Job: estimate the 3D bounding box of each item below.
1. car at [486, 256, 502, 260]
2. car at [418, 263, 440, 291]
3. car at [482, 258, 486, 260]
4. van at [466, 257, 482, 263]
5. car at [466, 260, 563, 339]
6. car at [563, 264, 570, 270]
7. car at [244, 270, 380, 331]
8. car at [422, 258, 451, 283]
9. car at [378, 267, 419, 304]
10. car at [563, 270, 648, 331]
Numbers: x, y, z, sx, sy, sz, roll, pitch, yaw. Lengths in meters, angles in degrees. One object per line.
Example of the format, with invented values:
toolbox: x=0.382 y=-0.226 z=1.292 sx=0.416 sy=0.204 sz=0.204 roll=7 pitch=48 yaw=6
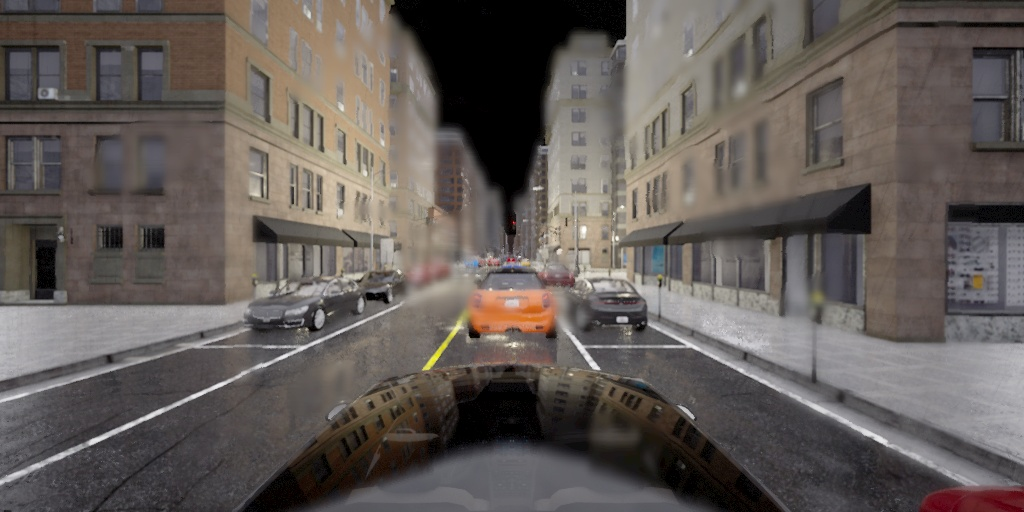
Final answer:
car: x=-3.175 y=1.181 z=62.858 sx=1.882 sy=1.535 sz=5.008 roll=0 pitch=0 yaw=0
car: x=-5.894 y=1.319 z=21.812 sx=1.802 sy=1.307 sz=4.207 roll=0 pitch=0 yaw=0
car: x=-5.965 y=1.021 z=59.879 sx=2.192 sy=1.841 sz=5.009 roll=0 pitch=0 yaw=0
van: x=-5.954 y=1.052 z=54.283 sx=1.690 sy=1.789 sz=3.998 roll=0 pitch=0 yaw=0
car: x=0.014 y=1.097 z=10.181 sx=2.097 sy=1.767 sz=4.553 roll=0 pitch=0 yaw=0
car: x=2.632 y=1.177 z=21.853 sx=1.967 sy=1.591 sz=4.097 roll=0 pitch=0 yaw=0
car: x=-5.873 y=1.295 z=10.764 sx=2.007 sy=1.370 sz=4.403 roll=0 pitch=0 yaw=0
car: x=-5.904 y=1.048 z=27.335 sx=2.192 sy=1.841 sz=5.009 roll=0 pitch=0 yaw=0
car: x=-5.883 y=1.307 z=16.288 sx=1.948 sy=1.339 sz=4.313 roll=0 pitch=0 yaw=0
car: x=2.653 y=1.295 z=10.803 sx=2.007 sy=1.370 sz=4.403 roll=0 pitch=0 yaw=0
